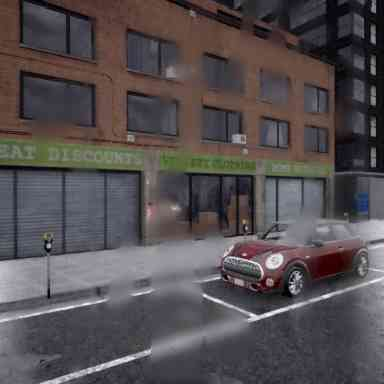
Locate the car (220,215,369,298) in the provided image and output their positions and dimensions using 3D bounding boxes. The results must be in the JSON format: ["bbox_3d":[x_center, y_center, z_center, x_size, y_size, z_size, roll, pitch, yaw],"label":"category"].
[{"bbox_3d":[2.644,1.440,8.421,4.097,1.590,1.967,0,0,-36],"label":"car"}]
